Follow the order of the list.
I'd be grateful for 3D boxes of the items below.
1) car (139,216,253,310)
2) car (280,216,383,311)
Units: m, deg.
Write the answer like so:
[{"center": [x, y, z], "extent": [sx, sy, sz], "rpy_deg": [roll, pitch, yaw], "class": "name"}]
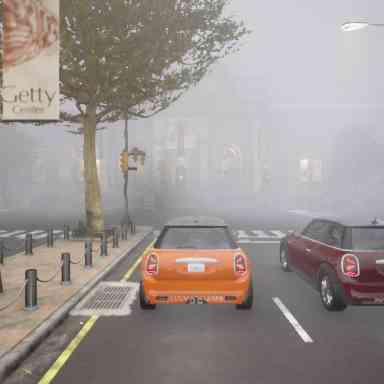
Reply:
[{"center": [0.086, 1.352, 7.998], "extent": [2.097, 1.767, 4.553], "rpy_deg": [0, 0, 0], "class": "car"}, {"center": [3.586, 1.352, 7.900], "extent": [2.097, 1.767, 4.553], "rpy_deg": [0, 0, 0], "class": "car"}]
